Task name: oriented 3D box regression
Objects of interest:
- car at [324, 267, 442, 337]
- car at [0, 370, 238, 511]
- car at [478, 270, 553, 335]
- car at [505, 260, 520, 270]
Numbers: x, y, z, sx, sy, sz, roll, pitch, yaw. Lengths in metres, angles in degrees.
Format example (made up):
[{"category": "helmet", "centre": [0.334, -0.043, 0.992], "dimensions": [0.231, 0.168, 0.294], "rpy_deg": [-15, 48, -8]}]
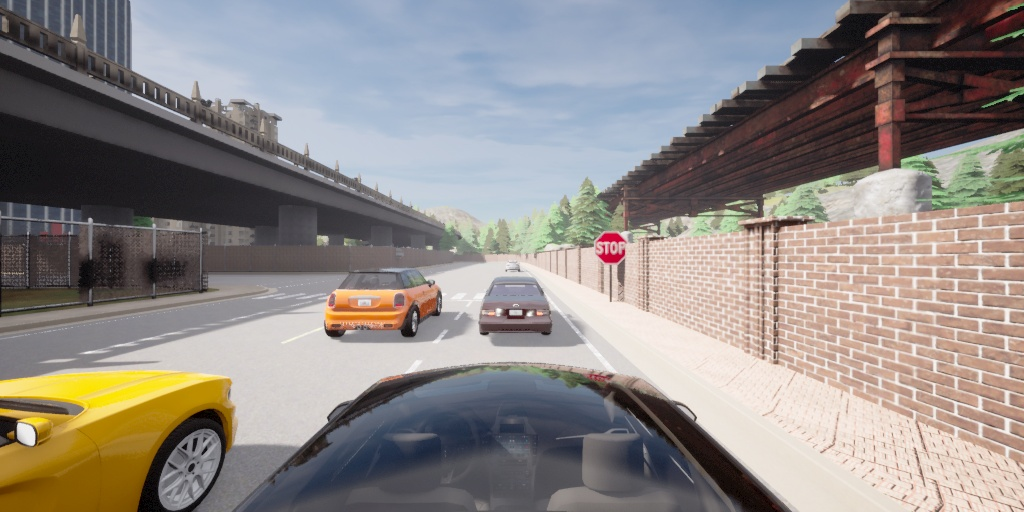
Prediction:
[{"category": "car", "centre": [-3.419, 1.102, 10.433], "dimensions": [2.097, 1.767, 4.553], "rpy_deg": [0, 0, 0]}, {"category": "car", "centre": [-3.398, 1.228, 1.175], "dimensions": [1.882, 1.535, 5.008], "rpy_deg": [0, 0, 0]}, {"category": "car", "centre": [0.082, 1.297, 10.454], "dimensions": [2.033, 1.411, 5.357], "rpy_deg": [0, 0, 0]}, {"category": "car", "centre": [0.085, 1.276, 46.320], "dimensions": [1.812, 1.442, 4.674], "rpy_deg": [0, 0, -1]}]
